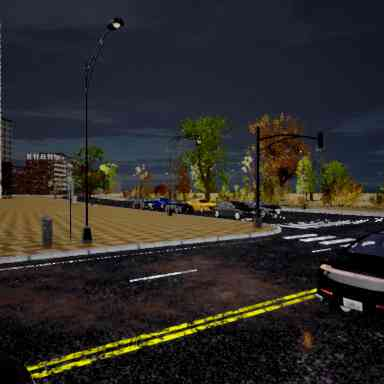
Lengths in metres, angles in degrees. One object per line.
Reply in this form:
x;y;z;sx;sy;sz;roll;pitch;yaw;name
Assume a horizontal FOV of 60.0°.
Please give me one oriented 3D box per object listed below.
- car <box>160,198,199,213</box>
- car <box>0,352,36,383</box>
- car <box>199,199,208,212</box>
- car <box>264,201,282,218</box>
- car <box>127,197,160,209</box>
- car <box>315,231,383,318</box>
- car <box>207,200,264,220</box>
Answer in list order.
-1.480;1.648;37.633;1.994;1.385;4.181;0;0;-32;car
-3.141;1.492;1.169;4.902;1.511;2.128;0;0;-35;car
1.052;1.550;39.727;1.882;1.535;5.008;0;0;-31;car
6.280;1.540;31.257;2.128;1.511;4.902;0;0;-32;car
-6.801;1.597;46.417;2.128;1.511;4.902;0;0;-31;car
4.444;1.491;6.410;4.902;1.511;2.128;0;0;-34;car
3.732;1.564;29.198;1.837;1.490;4.892;0;0;-32;car
